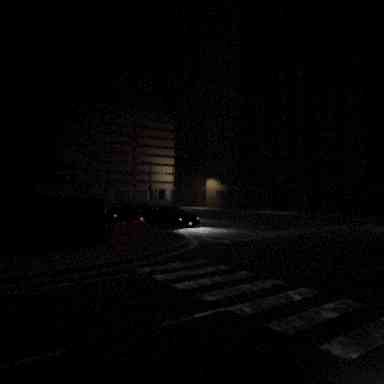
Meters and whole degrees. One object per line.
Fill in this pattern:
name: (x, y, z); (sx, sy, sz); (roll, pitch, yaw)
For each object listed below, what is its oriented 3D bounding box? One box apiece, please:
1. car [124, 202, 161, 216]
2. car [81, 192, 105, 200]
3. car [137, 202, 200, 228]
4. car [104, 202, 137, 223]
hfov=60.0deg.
car: (-5.268, 1.735, 34.900); (1.895, 1.301, 4.718); (0, 0, -35)
car: (-14.427, 1.015, 47.931); (2.150, 2.045, 5.566); (0, 0, -35)
car: (-1.635, 1.664, 23.756); (2.033, 1.411, 5.357); (0, 0, -35)
car: (-5.435, 1.595, 26.711); (1.812, 1.442, 4.674); (3, -1, 4)
